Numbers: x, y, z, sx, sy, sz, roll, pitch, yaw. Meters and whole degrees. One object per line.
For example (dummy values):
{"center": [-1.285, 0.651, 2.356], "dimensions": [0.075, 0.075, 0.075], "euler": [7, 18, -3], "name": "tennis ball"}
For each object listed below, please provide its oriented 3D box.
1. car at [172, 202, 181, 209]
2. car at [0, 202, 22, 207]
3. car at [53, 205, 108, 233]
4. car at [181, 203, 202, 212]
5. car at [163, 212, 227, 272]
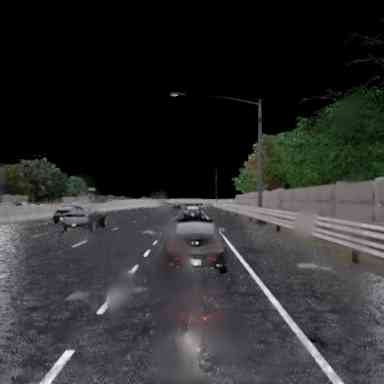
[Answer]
{"center": [-3.563, 3.086, 79.835], "dimensions": [2.097, 1.767, 4.553], "euler": [0, -2, 0], "name": "car"}
{"center": [-24.545, 2.154, 44.777], "dimensions": [2.097, 1.767, 4.553], "euler": [0, -2, 1], "name": "car"}
{"center": [-6.917, 1.777, 21.917], "dimensions": [2.128, 1.511, 4.902], "euler": [0, -1, 0], "name": "car"}
{"center": [0.073, 2.069, 34.598], "dimensions": [1.812, 1.442, 4.674], "euler": [0, -1, 0], "name": "car"}
{"center": [0.091, 1.626, 11.150], "dimensions": [1.837, 1.490, 4.892], "euler": [0, -1, 0], "name": "car"}
